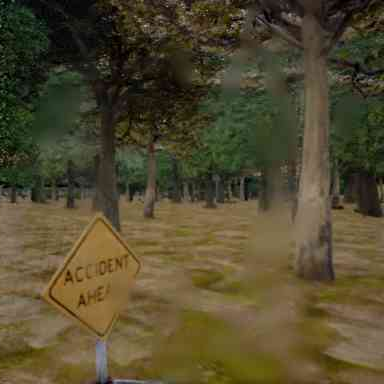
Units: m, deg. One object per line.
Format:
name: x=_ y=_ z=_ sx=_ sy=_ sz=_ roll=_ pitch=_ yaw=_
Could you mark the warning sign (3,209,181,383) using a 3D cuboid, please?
warning sign: x=-0.948 y=1.142 z=3.397 sx=1.060 sy=1.860 sz=1.300 roll=-2 pitch=0 yaw=32
